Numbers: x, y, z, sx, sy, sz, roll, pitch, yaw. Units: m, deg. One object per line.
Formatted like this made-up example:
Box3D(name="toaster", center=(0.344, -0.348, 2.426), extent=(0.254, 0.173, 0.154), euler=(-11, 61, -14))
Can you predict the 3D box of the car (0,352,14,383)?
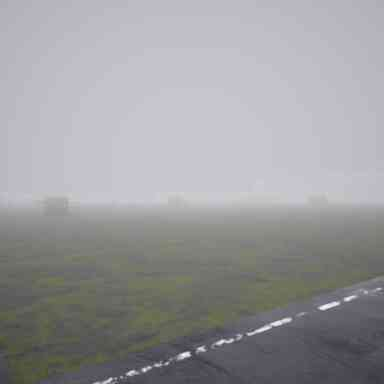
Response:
Box3D(name="car", center=(-3.025, 1.601, 0.896), extent=(4.718, 1.301, 1.895), euler=(0, 0, -35))
